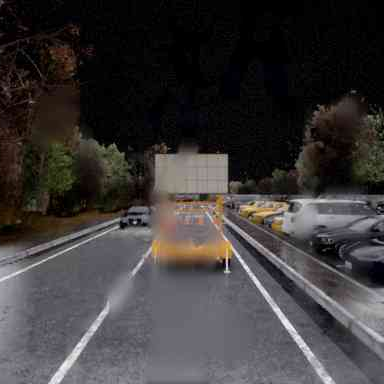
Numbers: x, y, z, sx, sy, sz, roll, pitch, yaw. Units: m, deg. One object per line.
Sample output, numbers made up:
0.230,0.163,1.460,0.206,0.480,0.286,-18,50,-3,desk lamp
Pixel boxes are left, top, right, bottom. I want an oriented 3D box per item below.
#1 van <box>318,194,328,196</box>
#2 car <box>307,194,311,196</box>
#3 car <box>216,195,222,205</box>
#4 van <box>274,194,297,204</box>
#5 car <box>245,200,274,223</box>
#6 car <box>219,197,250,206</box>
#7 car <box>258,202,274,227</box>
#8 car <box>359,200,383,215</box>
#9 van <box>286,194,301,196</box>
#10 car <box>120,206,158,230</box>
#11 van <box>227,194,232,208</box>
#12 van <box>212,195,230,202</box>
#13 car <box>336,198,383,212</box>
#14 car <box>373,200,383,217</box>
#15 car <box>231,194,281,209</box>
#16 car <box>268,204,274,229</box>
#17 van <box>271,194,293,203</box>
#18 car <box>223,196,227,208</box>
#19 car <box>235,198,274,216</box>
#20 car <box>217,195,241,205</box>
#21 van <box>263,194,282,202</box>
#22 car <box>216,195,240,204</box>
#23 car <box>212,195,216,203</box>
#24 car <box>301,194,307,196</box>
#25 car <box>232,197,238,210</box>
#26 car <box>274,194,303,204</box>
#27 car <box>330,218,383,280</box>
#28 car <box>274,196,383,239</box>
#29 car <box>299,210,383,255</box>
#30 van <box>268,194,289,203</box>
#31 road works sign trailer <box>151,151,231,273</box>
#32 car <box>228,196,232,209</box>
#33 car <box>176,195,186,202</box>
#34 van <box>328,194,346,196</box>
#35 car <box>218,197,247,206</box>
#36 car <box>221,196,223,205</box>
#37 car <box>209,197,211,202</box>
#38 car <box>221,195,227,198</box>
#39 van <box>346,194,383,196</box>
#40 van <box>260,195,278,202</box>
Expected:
20.047,1.358,45.176,4.442,1.987,1.878,0,0,0,van
20.158,1.348,47.945,5.566,2.045,2.435,0,0,0,car
6.967,1.634,53.687,5.366,1.575,1.946,0,0,0,car
20.503,1.507,73.000,4.442,1.987,1.878,0,0,0,van
6.723,1.556,23.160,5.366,1.575,1.946,0,0,0,car
7.181,1.653,56.461,4.892,1.521,2.231,0,0,0,car
6.892,1.569,20.383,4.892,1.521,2.231,0,0,0,car
20.105,1.563,34.096,4.792,1.488,2.163,0,0,0,car
20.415,1.448,61.920,4.442,1.987,1.878,0,0,0,van
-3.341,1.596,21.434,1.994,1.385,4.181,0,0,0,car
7.180,1.352,42.581,4.442,1.987,1.878,0,0,0,van
7.279,1.648,84.207,4.442,1.987,1.878,0,-1,0,van
20.125,1.554,39.634,5.008,1.535,2.097,0,0,0,car
20.084,1.561,31.457,4.792,1.488,2.163,0,0,0,car
7.050,1.425,37.032,4.553,1.767,2.185,0,0,0,car
7.049,1.574,17.605,5.366,1.575,1.946,0,0,0,car
20.524,1.521,75.645,4.442,1.987,1.878,0,0,0,van
7.057,1.622,45.357,4.792,1.488,2.163,0,0,0,car
6.768,1.539,28.833,5.366,1.575,1.946,0,0,0,car
7.210,1.571,64.790,4.553,1.767,2.185,0,0,0,car
20.357,1.637,83.940,4.442,1.987,1.878,0,-1,0,van
7.232,1.586,67.566,4.553,1.767,2.185,0,0,0,car
7.033,1.679,62.015,5.366,1.575,1.946,0,0,0,car
20.180,1.362,50.715,5.566,2.045,2.435,0,0,0,car
6.991,1.543,34.252,4.892,1.521,2.231,0,0,0,car
20.336,1.467,70.231,5.566,2.045,2.435,0,0,0,car
6.768,1.635,9.279,4.792,1.488,2.163,0,0,0,car
6.870,1.335,14.829,5.566,2.045,2.435,0,0,0,car
6.825,1.596,12.055,5.008,1.535,2.097,0,0,0,car
20.315,1.537,78.550,4.442,1.987,1.878,0,-1,0,van
-0.016,0.479,10.707,2.380,3.560,2.880,0,0,0,road works sign trailer
7.071,1.592,39.804,4.792,1.488,2.163,0,0,0,car
-2.895,1.710,87.613,2.150,2.045,5.566,0,-1,0,car
20.259,1.343,42.404,4.442,1.987,1.878,0,0,0,van
7.190,1.668,59.237,4.892,1.521,2.231,0,0,0,car
7.079,1.637,48.133,4.792,1.488,2.163,0,0,0,car
7.380,1.519,78.671,5.566,2.045,2.435,0,0,0,car
7.101,1.652,50.909,4.792,1.488,2.163,0,0,0,car
19.989,1.317,36.850,4.442,1.987,1.878,0,0,0,van
20.636,1.756,89.477,4.442,1.987,1.878,0,-1,0,van
